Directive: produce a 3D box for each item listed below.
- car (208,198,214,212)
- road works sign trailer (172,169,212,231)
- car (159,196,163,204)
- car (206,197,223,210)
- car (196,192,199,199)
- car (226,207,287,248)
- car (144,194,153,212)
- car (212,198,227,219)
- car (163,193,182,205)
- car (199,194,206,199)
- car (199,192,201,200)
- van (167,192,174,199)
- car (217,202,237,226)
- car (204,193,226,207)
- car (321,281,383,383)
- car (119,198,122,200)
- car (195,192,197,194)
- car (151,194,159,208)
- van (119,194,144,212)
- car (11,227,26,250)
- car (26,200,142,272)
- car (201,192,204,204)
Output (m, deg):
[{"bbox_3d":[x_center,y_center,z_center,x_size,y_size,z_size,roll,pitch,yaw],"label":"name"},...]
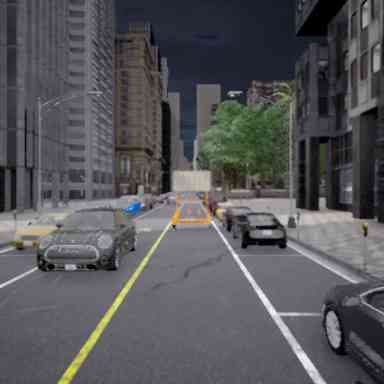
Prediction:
[{"bbox_3d":[2.756,1.484,30.718,1.802,1.307,4.206,0,0,0],"label":"car"},{"bbox_3d":[-0.005,0.401,20.036,2.380,3.560,2.880,0,0,0],"label":"road works sign trailer"},{"bbox_3d":[-5.775,1.375,58.169,1.947,1.339,4.313,0,0,0],"label":"car"},{"bbox_3d":[2.753,1.392,41.862,1.752,1.417,4.829,0,0,0],"label":"car"},{"bbox_3d":[2.745,1.253,84.711,1.947,1.339,4.313,0,0,0],"label":"car"},{"bbox_3d":[2.759,1.521,14.258,1.947,1.339,4.313,0,0,0],"label":"car"},{"bbox_3d":[-5.771,1.325,36.217,1.967,1.590,4.097,0,0,0],"label":"car"},{"bbox_3d":[2.757,1.445,25.402,1.752,1.417,4.829,0,0,0],"label":"car"},{"bbox_3d":[-3.069,1.355,52.858,1.812,1.442,4.674,0,0,0],"label":"car"},{"bbox_3d":[2.744,1.242,90.131,1.802,1.307,4.206,0,0,0],"label":"car"},{"bbox_3d":[2.750,1.123,58.152,2.192,1.841,5.009,0,0,0],"label":"car"},{"bbox_3d":[-5.781,1.002,90.148,1.690,1.788,3.998,0,0,0],"label":"van"},{"bbox_3d":[2.758,1.503,19.745,1.947,1.339,4.313,0,0,0],"label":"car"},{"bbox_3d":[2.754,1.200,36.204,2.192,1.841,5.009,0,0,0],"label":"car"},{"bbox_3d":[2.762,1.540,3.285,2.008,1.369,4.403,0,0,0],"label":"car"},{"bbox_3d":[-5.767,1.378,19.754,1.967,1.590,4.097,0,0,0],"label":"car"},{"bbox_3d":[2.743,1.073,95.551,1.967,1.590,4.097,0,0,0],"label":"car"},{"bbox_3d":[-5.772,1.183,41.704,2.192,1.841,5.009,0,0,0],"label":"car"},{"bbox_3d":[-5.770,1.244,30.729,1.690,1.788,3.998,0,0,0],"label":"van"},{"bbox_3d":[-5.766,1.481,14.097,1.752,1.417,4.829,0,0,0],"label":"car"},{"bbox_3d":[-3.102,1.318,10.736,2.097,1.767,4.553,0,0,0],"label":"car"},{"bbox_3d":[2.752,1.164,47.177,2.192,1.841,5.009,0,0,0],"label":"car"}]
